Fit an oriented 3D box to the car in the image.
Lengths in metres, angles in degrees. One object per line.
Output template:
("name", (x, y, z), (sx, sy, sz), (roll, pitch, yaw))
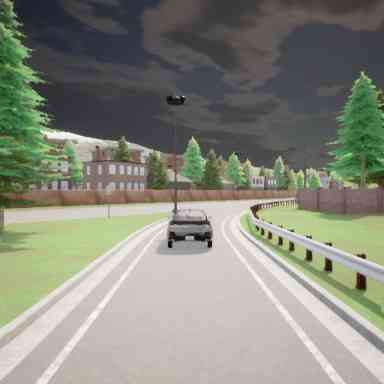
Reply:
("car", (-0.088, 1.492, 14.706), (2.128, 1.511, 4.902), (0, 0, 0))
